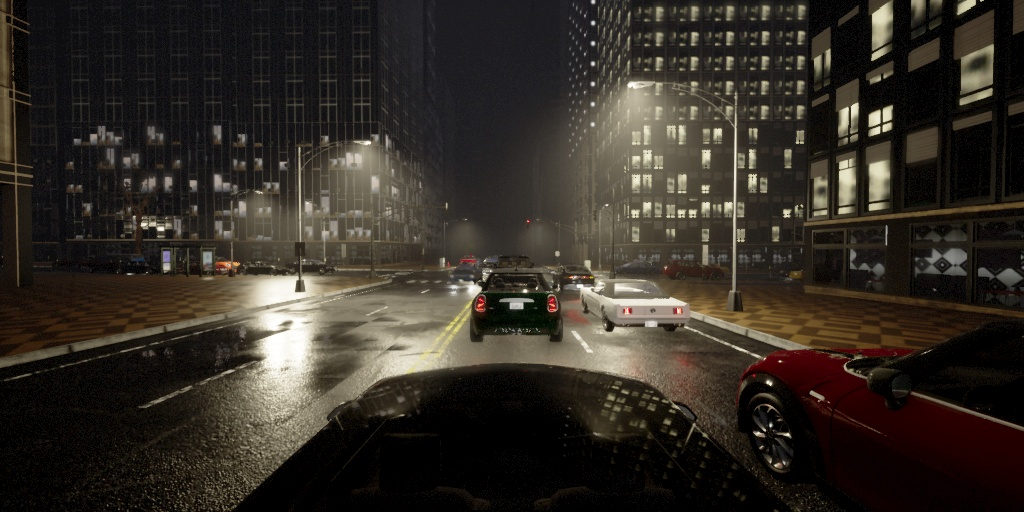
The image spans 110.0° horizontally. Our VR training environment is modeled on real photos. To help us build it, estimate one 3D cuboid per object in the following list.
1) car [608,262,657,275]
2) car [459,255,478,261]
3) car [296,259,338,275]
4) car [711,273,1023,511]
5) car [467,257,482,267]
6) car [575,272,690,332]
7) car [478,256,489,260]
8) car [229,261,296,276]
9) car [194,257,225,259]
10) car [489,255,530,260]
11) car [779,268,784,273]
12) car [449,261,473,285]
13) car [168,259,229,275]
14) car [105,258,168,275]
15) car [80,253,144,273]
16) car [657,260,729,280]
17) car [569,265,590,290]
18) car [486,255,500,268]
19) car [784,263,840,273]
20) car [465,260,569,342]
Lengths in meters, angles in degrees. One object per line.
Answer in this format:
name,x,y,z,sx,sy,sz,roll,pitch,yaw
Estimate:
car,13.033,1.379,38.061,5.357,1.411,2.033,0,1,1
car,-6.589,0.935,53.972,2.150,2.045,5.566,0,0,0
car,-19.804,1.081,35.411,4.902,1.511,2.128,1,1,1
car,3.350,1.102,1.821,2.097,1.767,4.553,0,0,0
car,-6.552,1.054,63.570,2.097,1.767,4.553,0,0,0
car,3.352,1.347,10.839,1.895,1.301,4.718,0,0,0
car,-3.336,1.206,52.440,2.128,1.511,4.902,0,0,0
car,-22.726,1.173,32.764,4.313,1.339,1.948,0,0,1
car,-29.422,0.855,35.607,4.553,1.767,2.097,1,1,1
car,0.103,0.963,19.600,2.150,2.045,5.566,0,0,0
car,30.873,1.495,37.747,4.892,1.490,1.837,1,1,1
car,-3.299,1.291,26.615,2.033,1.411,5.357,0,0,2
car,-28.410,1.137,32.898,4.207,1.307,1.802,0,0,1
car,-34.091,1.069,33.072,4.313,1.339,1.948,0,0,1
car,-39.416,0.764,35.818,4.553,1.767,2.097,1,1,1
car,16.198,1.268,32.229,5.009,1.841,2.192,0,0,1
car,3.353,1.245,20.096,1.837,1.490,4.892,0,0,0
car,-3.314,0.925,62.602,2.150,2.045,5.566,0,0,0
car,27.647,1.578,32.030,4.829,1.417,1.751,0,0,1
car,0.101,1.099,9.888,2.097,1.767,4.553,0,0,0
